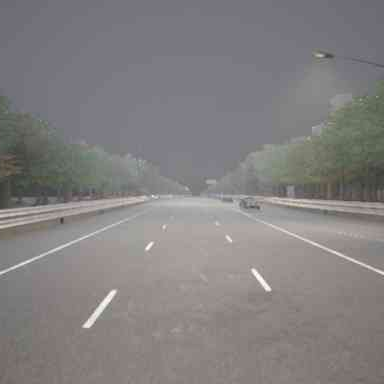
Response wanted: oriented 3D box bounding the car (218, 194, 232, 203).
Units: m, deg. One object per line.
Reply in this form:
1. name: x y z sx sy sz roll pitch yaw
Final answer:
1. car: 7.033 1.357 67.666 1.882 1.535 5.008 0 0 0

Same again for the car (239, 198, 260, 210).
1. car: 7.062 1.465 41.146 2.033 1.411 5.357 0 0 -1

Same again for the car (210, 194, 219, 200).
1. car: 7.143 1.341 94.789 2.097 1.767 4.553 0 0 0
